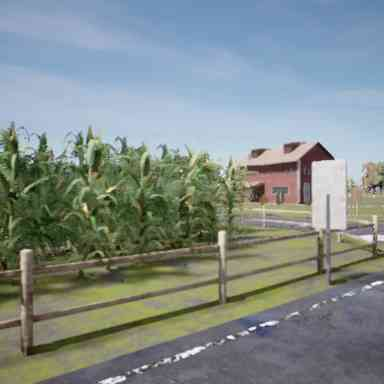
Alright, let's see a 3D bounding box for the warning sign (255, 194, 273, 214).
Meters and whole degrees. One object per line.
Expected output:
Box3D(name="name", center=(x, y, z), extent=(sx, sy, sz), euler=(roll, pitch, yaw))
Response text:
Box3D(name="warning sign", center=(6.813, 1.109, 31.458), extent=(1.300, 1.860, 1.060), euler=(0, 0, -37))
